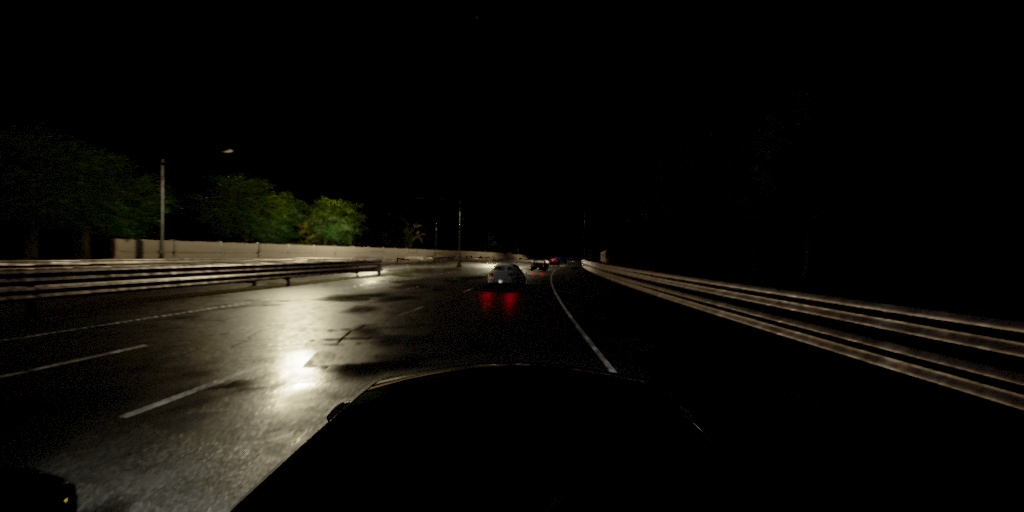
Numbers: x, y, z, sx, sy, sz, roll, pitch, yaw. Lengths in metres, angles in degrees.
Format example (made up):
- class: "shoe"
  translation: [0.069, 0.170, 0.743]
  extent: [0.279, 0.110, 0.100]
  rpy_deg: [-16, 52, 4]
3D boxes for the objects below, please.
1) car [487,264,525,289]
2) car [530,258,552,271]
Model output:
- class: "car"
  translation: [-0.298, 1.182, 22.117]
  extent: [1.812, 1.442, 4.674]
  rpy_deg: [0, 0, 9]
- class: "car"
  translation: [3.485, 1.175, 44.703]
  extent: [1.895, 1.301, 4.718]
  rpy_deg: [1, 0, 10]
